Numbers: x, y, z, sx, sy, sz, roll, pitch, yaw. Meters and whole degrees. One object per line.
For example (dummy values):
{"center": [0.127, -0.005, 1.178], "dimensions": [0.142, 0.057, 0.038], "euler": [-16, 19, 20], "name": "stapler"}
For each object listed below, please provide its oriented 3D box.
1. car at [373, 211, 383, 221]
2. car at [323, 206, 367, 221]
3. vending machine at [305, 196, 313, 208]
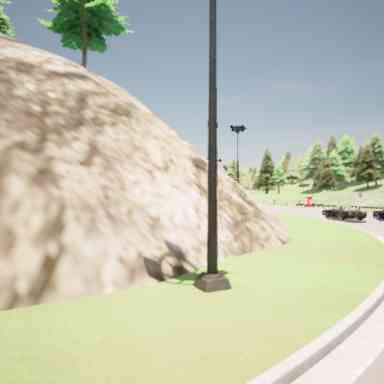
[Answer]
{"center": [17.400, 1.914, 28.108], "dimensions": [1.895, 1.301, 4.718], "euler": [0, -1, -1], "name": "car"}
{"center": [13.830, 1.925, 30.481], "dimensions": [1.895, 1.301, 4.718], "euler": [0, -1, -3], "name": "car"}
{"center": [21.431, 1.825, 61.045], "dimensions": [1.100, 2.100, 0.880], "euler": [0, -1, -22], "name": "vending machine"}
